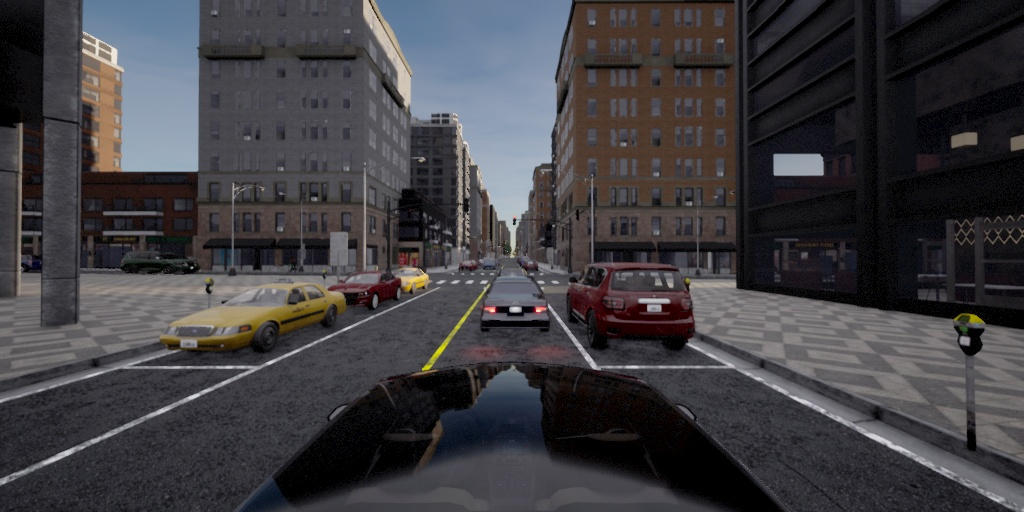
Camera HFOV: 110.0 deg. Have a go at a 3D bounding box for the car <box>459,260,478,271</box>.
[{"bbox_3d":[-5.981,1.275,47.356,1.888,1.381,4.507,0,0,0],"label":"car"}]

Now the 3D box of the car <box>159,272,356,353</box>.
[{"bbox_3d":[-5.876,1.272,8.918,1.751,1.417,4.829,0,0,0],"label":"car"}]

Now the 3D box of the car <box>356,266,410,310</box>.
[{"bbox_3d":[-5.892,1.289,14.712,1.888,1.381,4.507,0,0,0],"label":"car"}]

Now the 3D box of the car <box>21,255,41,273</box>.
[{"bbox_3d":[-47.615,0.682,34.735,4.553,1.767,2.097,1,-1,1],"label":"car"}]

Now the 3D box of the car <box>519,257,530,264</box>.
[{"bbox_3d":[2.514,1.307,58.717,1.802,1.307,4.207,0,0,0],"label":"car"}]

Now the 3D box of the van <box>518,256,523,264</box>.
[{"bbox_3d":[2.499,1.065,64.391,1.690,1.789,3.998,0,0,0],"label":"van"}]

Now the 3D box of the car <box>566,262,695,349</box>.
[{"bbox_3d":[2.649,1.061,9.102,2.192,1.841,5.009,0,0,0],"label":"car"}]

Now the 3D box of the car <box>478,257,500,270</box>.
[{"bbox_3d":[-3.227,1.275,51.235,2.033,1.411,5.357,0,0,0],"label":"car"}]

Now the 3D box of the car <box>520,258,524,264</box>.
[{"bbox_3d":[2.529,1.309,53.044,1.802,1.307,4.207,0,0,0],"label":"car"}]

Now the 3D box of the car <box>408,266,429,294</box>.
[{"bbox_3d":[-5.907,1.267,20.167,1.751,1.417,4.829,0,0,0],"label":"car"}]

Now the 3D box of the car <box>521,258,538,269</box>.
[{"bbox_3d":[2.545,1.311,47.370,1.802,1.307,4.207,0,0,0],"label":"car"}]

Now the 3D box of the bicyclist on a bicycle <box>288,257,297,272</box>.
[{"bbox_3d":[-23.110,0.885,37.750,0.582,1.620,1.656,0,0,0],"label":"bicyclist on a bicycle"}]

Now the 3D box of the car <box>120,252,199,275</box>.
[{"bbox_3d":[-30.907,0.675,31.539,5.566,2.045,2.150,1,-1,0],"label":"car"}]

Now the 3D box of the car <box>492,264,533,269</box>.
[{"bbox_3d":[0.019,1.342,20.560,1.895,1.301,4.718,0,0,0],"label":"car"}]

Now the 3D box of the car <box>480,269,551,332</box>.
[{"bbox_3d":[0.067,1.293,10.833,2.033,1.411,5.357,0,0,0],"label":"car"}]
